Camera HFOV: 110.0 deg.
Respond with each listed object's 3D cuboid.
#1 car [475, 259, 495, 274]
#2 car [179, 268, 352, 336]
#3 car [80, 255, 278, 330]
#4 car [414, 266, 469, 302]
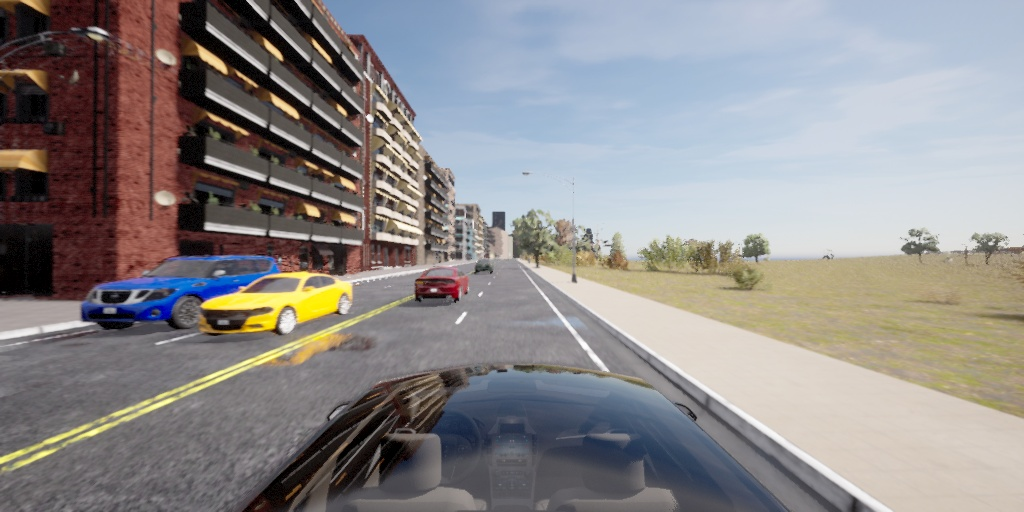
[{"bbox_3d":[-3.195,1.113,42.525,2.097,1.767,4.553,0,0,0],"label":"car"},{"bbox_3d":[-6.610,1.242,10.704,1.882,1.535,5.008,0,0,0],"label":"car"},{"bbox_3d":[-9.862,0.993,11.555,2.150,2.045,5.566,0,0,0],"label":"car"},{"bbox_3d":[-3.169,1.237,16.990,1.882,1.535,5.008,0,0,0],"label":"car"}]
